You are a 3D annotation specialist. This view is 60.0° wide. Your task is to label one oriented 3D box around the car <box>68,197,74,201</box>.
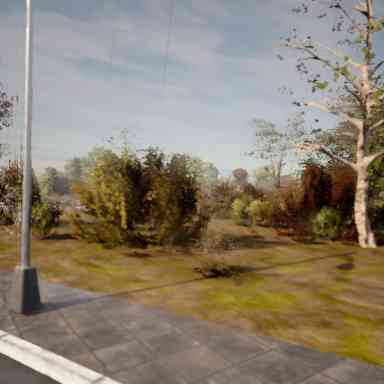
[{"bbox_3d":[-20.575,1.642,58.091,2.128,1.511,4.902,2,-2,18],"label":"car"}]
